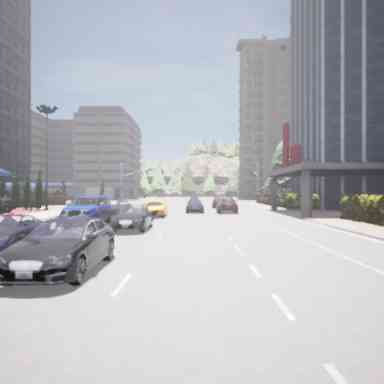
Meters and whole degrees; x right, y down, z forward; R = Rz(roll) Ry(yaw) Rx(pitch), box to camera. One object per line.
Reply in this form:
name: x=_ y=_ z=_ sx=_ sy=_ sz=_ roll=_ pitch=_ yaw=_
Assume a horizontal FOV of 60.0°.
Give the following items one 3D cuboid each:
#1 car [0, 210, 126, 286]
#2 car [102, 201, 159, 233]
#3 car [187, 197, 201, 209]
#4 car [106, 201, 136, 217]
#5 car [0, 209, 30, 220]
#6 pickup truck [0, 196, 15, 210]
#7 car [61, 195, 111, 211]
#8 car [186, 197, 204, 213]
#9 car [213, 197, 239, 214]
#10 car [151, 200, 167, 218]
car: x=-3.537 y=1.495 z=9.491 sx=2.128 sy=1.511 sz=4.902 roll=0 pitch=0 yaw=1
car: x=-3.439 y=1.500 z=19.747 sx=2.128 sy=1.511 sz=4.902 roll=0 pitch=0 yaw=1
car: x=0.316 y=1.531 z=47.167 sx=1.837 sy=1.490 sz=4.892 roll=0 pitch=0 yaw=1
car: x=-6.797 y=1.578 z=32.280 sx=1.994 sy=1.385 sz=4.181 roll=0 pitch=0 yaw=0
car: x=-7.011 y=1.568 z=12.815 sx=1.994 sy=1.385 sz=4.181 roll=0 pitch=0 yaw=0
pickup truck: x=-19.927 y=1.067 z=30.935 sx=2.390 sy=2.098 sz=6.274 roll=0 pitch=0 yaw=31
car: x=-6.902 y=1.230 z=22.298 sx=2.150 sy=2.045 sz=5.566 roll=0 pitch=0 yaw=1
car: x=0.326 y=1.583 z=36.310 sx=1.994 sy=1.385 sz=4.181 roll=0 pitch=0 yaw=1
car: x=3.727 y=1.372 z=35.853 sx=2.097 sy=1.767 sz=4.553 roll=0 pitch=0 yaw=0
car: x=-3.311 y=1.492 z=30.055 sx=1.882 sy=1.535 sz=5.008 roll=0 pitch=0 yaw=0
